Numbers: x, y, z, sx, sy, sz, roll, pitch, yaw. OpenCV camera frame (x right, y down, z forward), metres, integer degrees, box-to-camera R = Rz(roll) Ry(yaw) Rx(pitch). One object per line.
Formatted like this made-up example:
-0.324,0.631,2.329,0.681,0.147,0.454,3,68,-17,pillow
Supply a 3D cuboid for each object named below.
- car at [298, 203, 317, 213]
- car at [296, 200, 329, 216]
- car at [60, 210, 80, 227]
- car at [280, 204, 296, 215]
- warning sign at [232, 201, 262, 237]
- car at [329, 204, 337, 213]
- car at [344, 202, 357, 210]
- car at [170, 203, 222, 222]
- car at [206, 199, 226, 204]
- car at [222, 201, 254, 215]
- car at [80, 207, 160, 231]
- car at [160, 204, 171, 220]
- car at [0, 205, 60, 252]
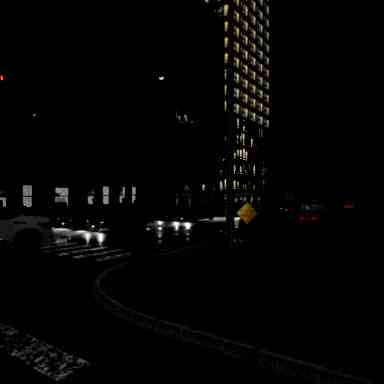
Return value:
19.044,2.555,54.768,1.812,1.442,4.674,0,-1,33,car
16.056,2.066,44.025,2.150,2.045,5.566,0,-1,35,car
-7.573,1.873,25.485,2.033,1.411,5.357,0,-1,33,car
13.755,2.418,46.424,1.994,1.385,4.181,0,-1,33,car
3.091,1.454,18.556,1.300,1.860,1.060,1,1,33,warning sign
21.780,2.597,53.014,1.994,1.385,4.181,0,-1,33,car
31.329,2.789,65.799,1.882,1.535,5.008,0,-1,33,car
0.520,2.055,32.086,2.033,1.411,5.357,0,-1,33,car
3.143,1.903,42.185,2.150,2.045,5.566,0,-1,32,car
6.002,2.180,40.617,2.128,1.511,4.902,0,-1,33,car
-4.917,1.874,23.608,2.033,1.411,5.357,0,-1,33,car
-2.390,2.003,33.564,1.837,1.490,4.892,0,-1,33,car
-8.529,1.355,13.308,5.566,2.045,2.150,1,0,-30,car
